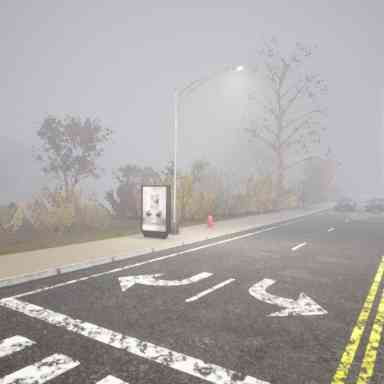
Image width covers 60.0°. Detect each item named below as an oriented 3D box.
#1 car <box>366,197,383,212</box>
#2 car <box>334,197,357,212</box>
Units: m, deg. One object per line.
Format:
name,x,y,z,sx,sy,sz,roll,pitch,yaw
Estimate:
car,21.279,1.393,38.300,2.097,1.767,4.553,0,0,30
car,18.465,1.391,39.926,2.097,1.767,4.553,0,0,30
